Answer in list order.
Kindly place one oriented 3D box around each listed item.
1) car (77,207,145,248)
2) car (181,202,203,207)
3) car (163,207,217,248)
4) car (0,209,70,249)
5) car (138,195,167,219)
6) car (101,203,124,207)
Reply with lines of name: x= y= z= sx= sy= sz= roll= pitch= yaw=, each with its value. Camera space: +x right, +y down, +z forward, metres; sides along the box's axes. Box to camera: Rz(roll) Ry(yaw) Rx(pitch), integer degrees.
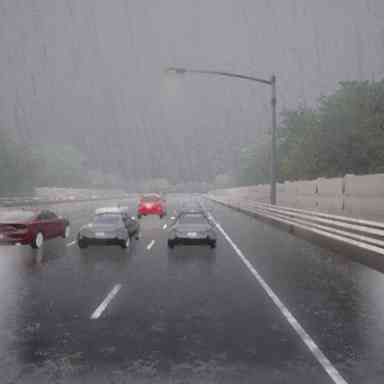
car: x=-3.500 y=1.573 z=14.650 sx=1.994 sy=1.385 sz=4.181 roll=0 pitch=0 yaw=0
car: x=0.000 y=1.582 z=29.650 sx=1.994 sy=1.385 sz=4.181 roll=0 pitch=0 yaw=0
car: x=0.000 y=1.573 z=14.650 sx=1.994 sy=1.385 sz=4.181 roll=0 pitch=0 yaw=0
car: x=-7.000 y=1.485 z=14.650 sx=1.882 sy=1.535 sz=5.008 roll=0 pitch=0 yaw=0
car: x=-3.500 y=1.267 z=29.681 sx=2.150 sy=2.045 sz=5.566 roll=0 pitch=0 yaw=0
car: x=-7.000 y=1.626 z=29.681 sx=1.895 sy=1.301 sz=4.718 roll=0 pitch=0 yaw=0
